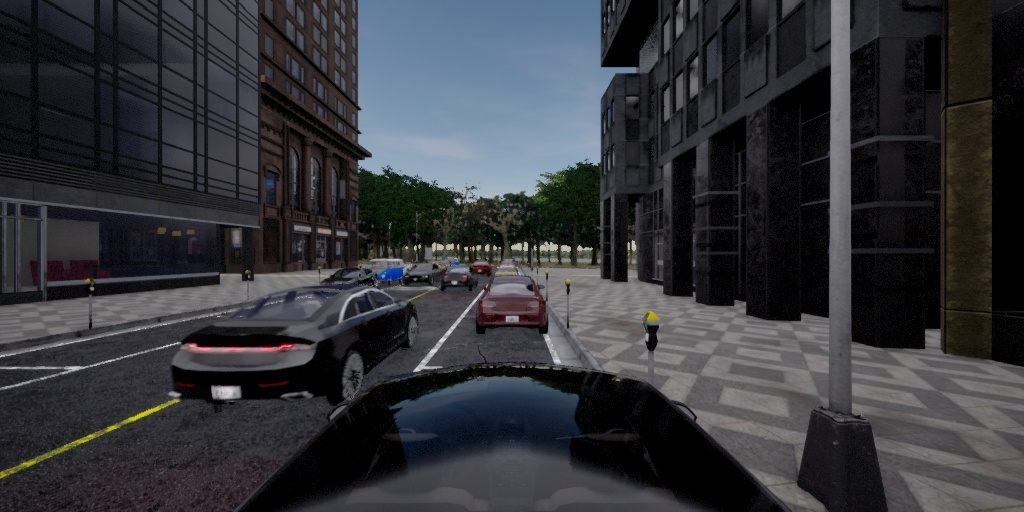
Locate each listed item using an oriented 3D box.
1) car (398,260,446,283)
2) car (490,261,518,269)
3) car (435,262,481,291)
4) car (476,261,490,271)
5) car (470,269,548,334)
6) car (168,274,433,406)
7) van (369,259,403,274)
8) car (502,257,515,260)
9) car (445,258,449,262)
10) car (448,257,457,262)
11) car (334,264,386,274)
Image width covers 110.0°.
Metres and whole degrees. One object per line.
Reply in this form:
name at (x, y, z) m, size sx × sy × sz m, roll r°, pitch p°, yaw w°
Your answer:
car at (-6.245, 1.257, 25.557) m, size 1.837 × 1.490 × 4.892 m, roll 0°, pitch 0°, yaw 0°
car at (-0.383, 1.278, 25.593) m, size 1.751 × 1.417 × 4.829 m, roll 0°, pitch 0°, yaw 0°
car at (-3.146, 1.277, 21.932) m, size 1.812 × 1.442 × 4.674 m, roll 0°, pitch 0°, yaw 0°
car at (-3.050, 1.234, 36.501) m, size 1.882 × 1.535 × 5.008 m, roll 0°, pitch 0°, yaw 0°
car at (0.003, 1.276, 10.500) m, size 1.812 × 1.442 × 4.674 m, roll 0°, pitch 0°, yaw 0°
car at (-3.050, 1.242, 6.253) m, size 2.128 × 1.511 × 4.902 m, roll 0°, pitch 0°, yaw 0°
van at (-8.908, 1.093, 25.423) m, size 1.690 × 1.789 × 3.998 m, roll 0°, pitch 0°, yaw 0°
car at (-0.383, 1.196, 36.298) m, size 1.967 × 1.591 × 4.097 m, roll 0°, pitch 0°, yaw 0°
car at (-8.908, 1.284, 41.566) m, size 1.751 × 1.417 × 4.829 m, roll 0°, pitch 0°, yaw 0°
car at (-8.908, 1.201, 47.173) m, size 1.967 × 1.591 × 4.097 m, roll 0°, pitch 0°, yaw 0°
car at (-8.908, 1.317, 19.986) m, size 1.948 × 1.339 × 4.313 m, roll 0°, pitch 0°, yaw 0°
